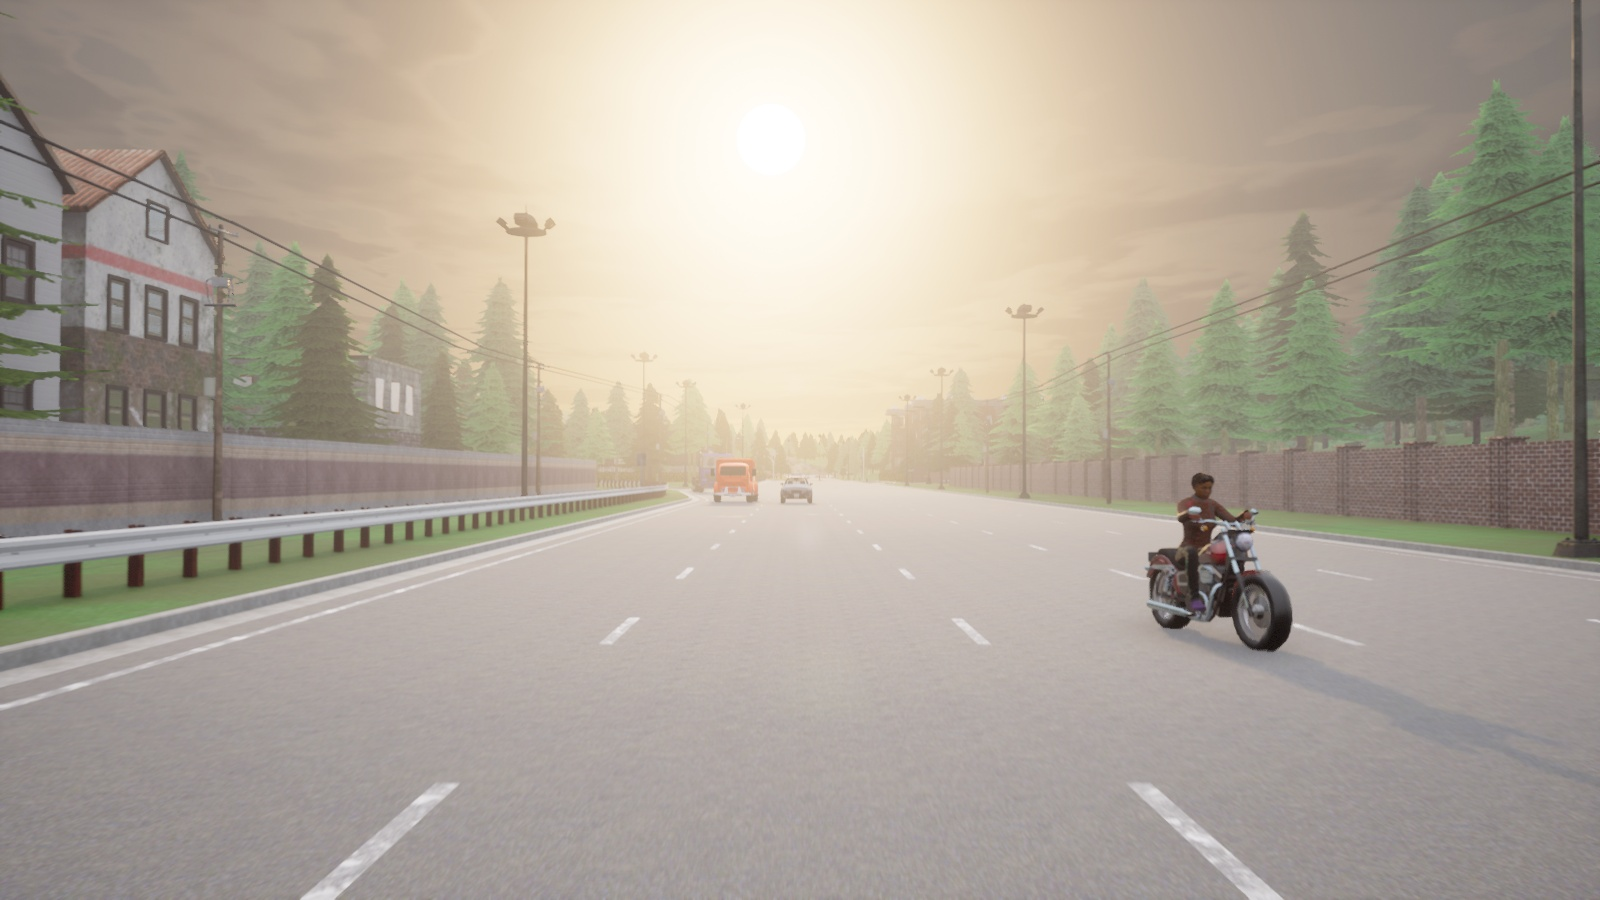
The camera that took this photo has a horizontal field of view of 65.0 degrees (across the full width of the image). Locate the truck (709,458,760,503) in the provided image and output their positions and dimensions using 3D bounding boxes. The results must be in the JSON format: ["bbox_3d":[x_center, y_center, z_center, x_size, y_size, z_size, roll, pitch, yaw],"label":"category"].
[{"bbox_3d":[-3.682,1.727,71.463,2.627,2.467,5.204,0,-1,0],"label":"truck"}]

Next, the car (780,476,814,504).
[{"bbox_3d":[-0.174,2.161,68.955,1.816,1.474,4.193,0,-1,0],"label":"car"}]

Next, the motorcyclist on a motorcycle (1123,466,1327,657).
[{"bbox_3d":[4.004,0.986,12.099,0.766,1.649,2.350,0,-1,-12],"label":"motorcyclist on a motorcycle"}]
